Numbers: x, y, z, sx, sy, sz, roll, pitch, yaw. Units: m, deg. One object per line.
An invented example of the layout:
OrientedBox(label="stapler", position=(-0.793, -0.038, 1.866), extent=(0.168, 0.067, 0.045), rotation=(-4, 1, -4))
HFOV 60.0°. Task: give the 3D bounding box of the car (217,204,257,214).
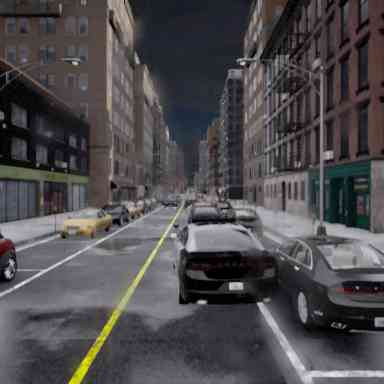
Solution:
OrientedBox(label="car", position=(2.614, 1.524, 17.556), extent=(2.008, 1.369, 4.403), rotation=(0, 0, 0))

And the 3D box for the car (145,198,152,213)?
OrientedBox(label="car", position=(-5.435, 1.531, 33.792), extent=(1.802, 1.307, 4.206), rotation=(0, 0, 0))

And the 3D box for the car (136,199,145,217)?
OrientedBox(label="car", position=(-5.427, 1.483, 28.209), extent=(1.752, 1.417, 4.829), rotation=(0, 0, 0))

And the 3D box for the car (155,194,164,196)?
OrientedBox(label="car", position=(-5.466, 1.219, 55.442), extent=(2.192, 1.841, 5.009), rotation=(0, 0, 0))

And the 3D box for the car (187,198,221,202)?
OrientedBox(label="car", position=(0.792, 1.442, 24.257), extent=(1.882, 1.535, 5.008), rotation=(0, 0, 0))

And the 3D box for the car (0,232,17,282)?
OrientedBox(label="car", position=(-5.396, 1.430, 6.728), extent=(1.967, 1.590, 4.097), rotation=(0, 0, 0))

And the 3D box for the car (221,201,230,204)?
OrientedBox(label="car", position=(2.598, 1.523, 28.381), extent=(1.947, 1.339, 4.313), rotation=(0, 0, 0))

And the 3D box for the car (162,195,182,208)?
OrientedBox(label="car", position=(-2.888, 1.469, 47.338), extent=(2.033, 1.411, 5.357), rotation=(0, 0, 0))

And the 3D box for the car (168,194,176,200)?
OrientedBox(label="car", position=(-5.520, 1.348, 92.644), extent=(1.752, 1.417, 4.829), rotation=(0, 0, 0))

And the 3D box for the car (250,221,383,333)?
OrientedBox(label="car", position=(2.629, 1.541, 6.731), extent=(2.008, 1.369, 4.403), rotation=(0, 0, 0))

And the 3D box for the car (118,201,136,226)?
OrientedBox(label="car", position=(-5.419, 1.531, 22.966), extent=(1.947, 1.339, 4.313), rotation=(0, 0, 0))

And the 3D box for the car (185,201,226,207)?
OrientedBox(label="car", position=(0.691, 1.478, 18.258), extent=(1.837, 1.490, 4.892), rotation=(0, 0, 0))

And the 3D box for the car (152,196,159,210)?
OrientedBox(label="car", position=(-5.443, 1.489, 39.205), extent=(2.008, 1.369, 4.403), rotation=(0, 0, 0))

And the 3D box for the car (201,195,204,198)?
OrientedBox(label="car", position=(2.574, 1.452, 44.790), extent=(1.752, 1.417, 4.829), rotation=(0, 0, 0))

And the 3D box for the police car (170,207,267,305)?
OrientedBox(label="police car", position=(0.512, 1.413, 8.289), extent=(1.930, 1.638, 5.238), rotation=(0, 0, -6))

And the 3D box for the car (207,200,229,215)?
OrientedBox(label="car", position=(2.590, 1.515, 33.794), extent=(1.947, 1.339, 4.313), rotation=(0, 0, 0))

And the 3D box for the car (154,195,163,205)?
OrientedBox(label="car", position=(-5.450, 1.478, 44.618), extent=(2.008, 1.369, 4.403), rotation=(0, 0, 0))

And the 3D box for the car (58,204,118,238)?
OrientedBox(label="car", position=(-5.411, 1.499, 17.384), extent=(1.752, 1.417, 4.829), rotation=(0, 0, 0))

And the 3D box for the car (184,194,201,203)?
OrientedBox(label="car", position=(-0.045, 1.430, 45.736), extent=(1.837, 1.490, 4.892), rotation=(0, 0, 1))
